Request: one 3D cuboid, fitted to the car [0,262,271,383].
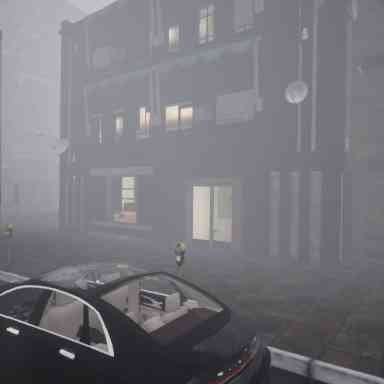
[{"bbox_3d":[-1.294,1.550,3.935,4.403,1.369,2.008,0,1,35],"label":"car"}]

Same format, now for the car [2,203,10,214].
[{"bbox_3d":[-21.533,1.623,34.881,2.008,1.369,4.403,1,0,36],"label":"car"}]
